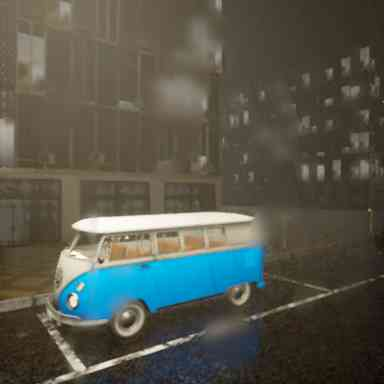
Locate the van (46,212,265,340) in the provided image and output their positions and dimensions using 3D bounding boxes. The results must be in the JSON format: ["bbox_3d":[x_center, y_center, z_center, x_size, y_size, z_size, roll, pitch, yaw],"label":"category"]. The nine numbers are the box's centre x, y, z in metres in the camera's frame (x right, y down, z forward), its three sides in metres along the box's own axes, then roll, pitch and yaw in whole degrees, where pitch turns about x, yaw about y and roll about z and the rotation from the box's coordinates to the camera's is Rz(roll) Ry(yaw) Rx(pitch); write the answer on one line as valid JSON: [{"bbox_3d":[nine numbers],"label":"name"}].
[{"bbox_3d":[-0.439,1.319,6.235,3.998,1.788,1.690,0,1,-36],"label":"van"}]

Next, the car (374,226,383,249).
[{"bbox_3d":[8.798,1.465,12.832,4.313,1.339,1.947,0,1,-36],"label":"car"}]
